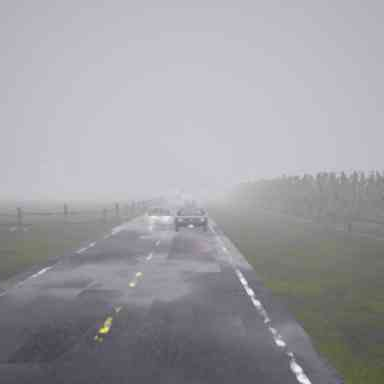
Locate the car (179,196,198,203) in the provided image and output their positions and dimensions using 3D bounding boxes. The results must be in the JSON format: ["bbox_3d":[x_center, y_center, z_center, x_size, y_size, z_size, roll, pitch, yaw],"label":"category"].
[{"bbox_3d":[-0.211,1.531,41.354,2.033,1.411,5.357,0,0,0],"label":"car"}]

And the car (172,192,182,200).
[{"bbox_3d":[-3.302,1.113,73.855,2.150,2.045,5.566,0,0,0],"label":"car"}]

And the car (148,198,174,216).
[{"bbox_3d":[-3.095,1.548,32.548,1.994,1.385,4.181,0,0,0],"label":"car"}]

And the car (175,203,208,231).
[{"bbox_3d":[-0.064,1.598,20.766,1.895,1.301,4.718,0,0,0],"label":"car"}]
